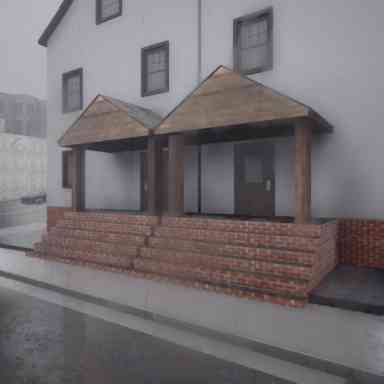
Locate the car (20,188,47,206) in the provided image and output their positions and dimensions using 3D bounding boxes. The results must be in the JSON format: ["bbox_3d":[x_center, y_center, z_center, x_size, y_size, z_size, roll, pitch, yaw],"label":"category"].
[{"bbox_3d":[-12.680,0.276,29.550,1.895,1.301,4.718,0,10,35],"label":"car"}]
